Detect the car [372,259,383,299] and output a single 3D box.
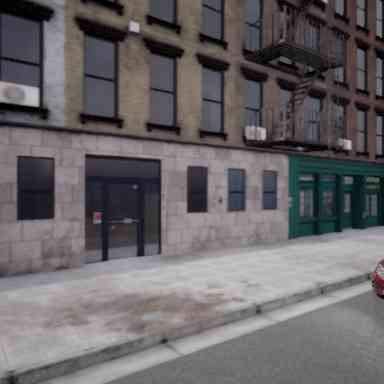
[{"bbox_3d":[5.766,1.496,7.153,4.674,1.442,1.812,0,0,-35],"label":"car"}]
